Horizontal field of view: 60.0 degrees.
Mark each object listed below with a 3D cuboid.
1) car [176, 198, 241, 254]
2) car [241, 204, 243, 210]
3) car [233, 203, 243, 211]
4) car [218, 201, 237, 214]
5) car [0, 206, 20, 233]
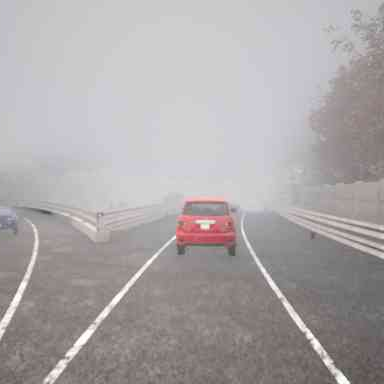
[{"bbox_3d":[0.666,1.250,13.749,2.150,2.045,5.566,0,0,5],"label":"car"},{"bbox_3d":[7.005,2.344,54.494,1.895,1.301,4.718,0,-3,10],"label":"car"},{"bbox_3d":[9.163,2.974,65.934,1.812,1.442,4.674,0,-4,12],"label":"car"},{"bbox_3d":[4.186,1.769,38.197,1.895,1.301,4.718,0,-1,10],"label":"car"},{"bbox_3d":[-10.915,1.529,18.979,1.812,1.442,4.674,0,0,-27],"label":"car"}]
